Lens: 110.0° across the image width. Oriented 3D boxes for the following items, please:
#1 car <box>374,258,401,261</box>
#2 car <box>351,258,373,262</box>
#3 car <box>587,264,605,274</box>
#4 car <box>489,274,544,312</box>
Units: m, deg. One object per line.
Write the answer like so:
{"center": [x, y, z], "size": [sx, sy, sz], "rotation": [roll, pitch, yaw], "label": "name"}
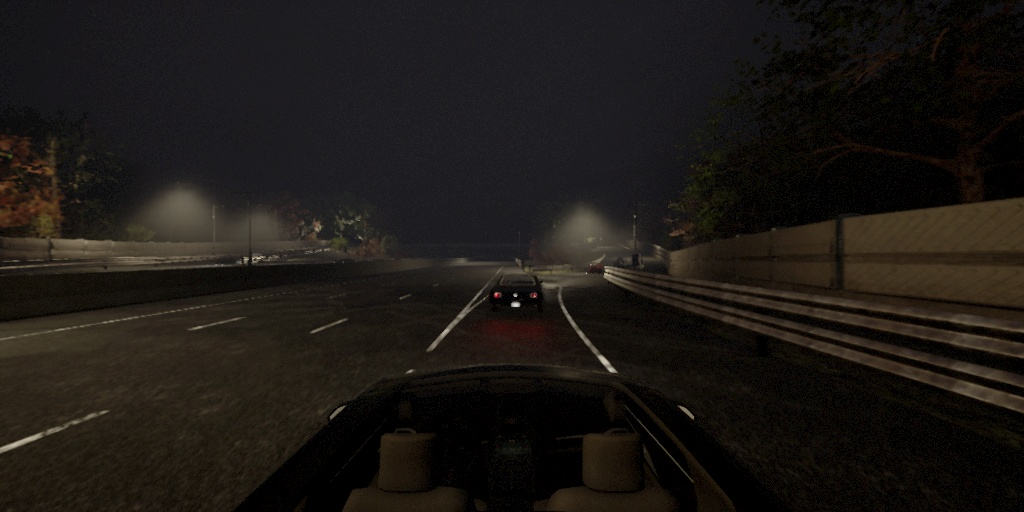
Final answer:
{"center": [-21.019, 1.336, 60.388], "size": [2.033, 1.411, 5.357], "rotation": [0, 0, 0], "label": "car"}
{"center": [-24.521, 1.286, 60.276], "size": [2.128, 1.511, 4.902], "rotation": [0, 0, 0], "label": "car"}
{"center": [12.950, 1.998, 54.732], "size": [1.812, 1.442, 4.674], "rotation": [0, 0, 25], "label": "car"}
{"center": [0.300, 1.358, 14.327], "size": [1.895, 1.301, 4.718], "rotation": [0, 0, 4], "label": "car"}
